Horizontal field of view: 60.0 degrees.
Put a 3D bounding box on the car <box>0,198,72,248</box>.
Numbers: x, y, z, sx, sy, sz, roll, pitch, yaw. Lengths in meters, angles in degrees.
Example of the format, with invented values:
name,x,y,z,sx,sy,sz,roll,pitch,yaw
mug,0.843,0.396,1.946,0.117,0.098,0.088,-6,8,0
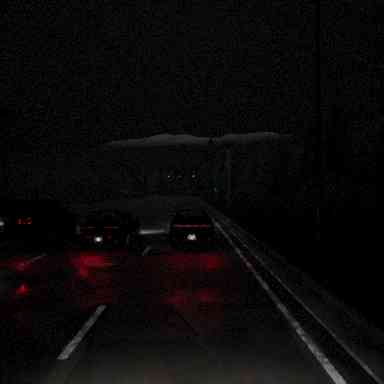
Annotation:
name,x,y,z,sx,sy,sz,roll,pitch,yaw
car,-7.000,1.256,14.878,2.150,2.045,5.566,0,0,0

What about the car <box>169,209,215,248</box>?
name,x,y,z,sx,sy,sz,roll,pitch,yaw
car,0.000,1.494,14.848,2.128,1.511,4.902,0,0,0

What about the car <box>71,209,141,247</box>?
name,x,y,z,sx,sy,sz,roll,pitch,yaw
car,-3.500,1.515,14.848,1.837,1.490,4.892,0,0,0
